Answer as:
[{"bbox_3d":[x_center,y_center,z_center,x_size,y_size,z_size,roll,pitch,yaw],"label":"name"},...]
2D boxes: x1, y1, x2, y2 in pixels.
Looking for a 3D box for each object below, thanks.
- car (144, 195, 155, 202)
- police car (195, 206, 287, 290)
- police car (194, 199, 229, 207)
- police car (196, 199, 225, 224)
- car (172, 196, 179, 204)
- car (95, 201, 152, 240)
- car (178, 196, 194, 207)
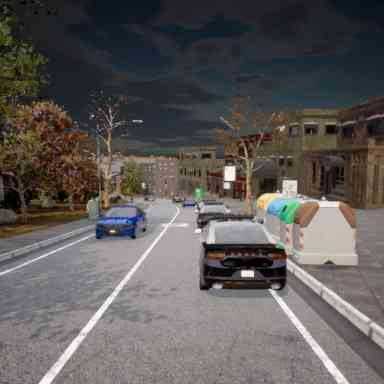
[{"bbox_3d":[-9.510,1.475,74.241,2.128,1.511,4.902,-2,0,-17],"label":"car"},{"bbox_3d":[1.124,1.408,9.157,1.930,1.638,5.238,0,0,1],"label":"police car"},{"bbox_3d":[1.220,1.389,19.206,1.930,1.638,5.238,0,0,1],"label":"police car"},{"bbox_3d":[1.277,1.377,25.235,1.930,1.638,5.238,0,0,1],"label":"police car"},{"bbox_3d":[-2.484,1.470,61.312,1.895,1.301,4.718,-1,0,-12],"label":"car"},{"bbox_3d":[-3.455,1.445,17.035,1.882,1.535,5.008,0,0,1],"label":"car"},{"bbox_3d":[-0.439,1.458,47.690,1.994,1.385,4.181,-1,0,-6],"label":"car"}]
